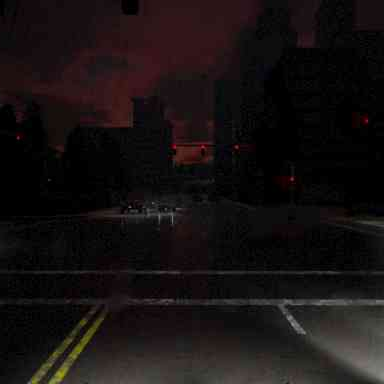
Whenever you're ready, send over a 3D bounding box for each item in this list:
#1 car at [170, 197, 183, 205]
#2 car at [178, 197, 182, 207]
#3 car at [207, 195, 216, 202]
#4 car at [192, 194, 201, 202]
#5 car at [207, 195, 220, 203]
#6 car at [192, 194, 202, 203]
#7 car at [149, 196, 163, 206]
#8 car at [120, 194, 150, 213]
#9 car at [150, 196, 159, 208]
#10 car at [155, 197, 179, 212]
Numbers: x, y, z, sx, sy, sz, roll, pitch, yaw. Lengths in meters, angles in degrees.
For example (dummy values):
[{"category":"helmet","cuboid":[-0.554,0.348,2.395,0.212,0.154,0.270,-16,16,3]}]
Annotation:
[{"category":"car","cuboid":[-2.675,1.547,58.300,2.033,1.411,5.357,0,0,1]},{"category":"car","cuboid":[-2.785,1.564,47.976,1.994,1.385,4.181,0,0,1]},{"category":"car","cuboid":[4.573,1.478,77.121,1.882,1.535,5.008,0,0,1]},{"category":"car","cuboid":[1.071,1.355,76.915,2.097,1.767,4.553,0,0,1]},{"category":"car","cuboid":[4.589,1.547,67.299,2.033,1.411,5.357,0,0,1]},{"category":"car","cuboid":[1.094,1.564,68.307,1.994,1.385,4.181,0,0,1]},{"category":"car","cuboid":[-6.193,1.505,57.004,1.837,1.490,4.892,0,0,0]},{"category":"car","cuboid":[-6.386,1.221,37.064,2.150,2.045,5.566,0,0,1]},{"category":"car","cuboid":[-6.295,1.491,46.945,2.128,1.511,4.902,0,0,1]},{"category":"car","cuboid":[-2.866,1.601,39.174,1.895,1.301,4.718,0,0,1]}]
